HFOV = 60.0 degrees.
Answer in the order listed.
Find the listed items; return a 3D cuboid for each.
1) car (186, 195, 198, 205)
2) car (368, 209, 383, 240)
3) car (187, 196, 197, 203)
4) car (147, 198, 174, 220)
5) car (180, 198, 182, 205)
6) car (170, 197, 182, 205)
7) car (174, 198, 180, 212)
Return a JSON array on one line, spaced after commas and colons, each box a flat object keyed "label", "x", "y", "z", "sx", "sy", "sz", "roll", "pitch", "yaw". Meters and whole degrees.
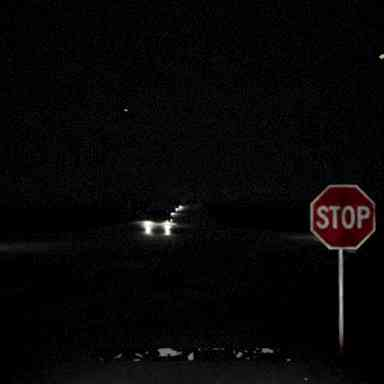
[{"label": "car", "x": 0.037, "y": 1.389, "z": 60.827, "sx": 2.097, "sy": 1.767, "sz": 4.553, "roll": 0, "pitch": 0, "yaw": 0}, {"label": "car", "x": 9.966, "y": 1.539, "z": 16.346, "sx": 5.357, "sy": 1.411, "sz": 2.033, "roll": 0, "pitch": -1, "yaw": -2}, {"label": "car", "x": 0.005, "y": 1.591, "z": 71.032, "sx": 1.994, "sy": 1.385, "sz": 4.181, "roll": 0, "pitch": 0, "yaw": 0}, {"label": "car", "x": -2.793, "y": 1.493, "z": 28.989, "sx": 1.882, "sy": 1.535, "sz": 5.008, "roll": 0, "pitch": 0, "yaw": -2}, {"label": "car", "x": -2.819, "y": 1.579, "z": 48.932, "sx": 2.033, "sy": 1.411, "sz": 5.357, "roll": 0, "pitch": 0, "yaw": 0}, {"label": "car", "x": -2.802, "y": 1.637, "z": 59.190, "sx": 1.895, "sy": 1.301, "sz": 4.718, "roll": 0, "pitch": 0, "yaw": 0}, {"label": "car", "x": -2.832, "y": 1.571, "z": 38.799, "sx": 2.033, "sy": 1.411, "sz": 5.357, "roll": 0, "pitch": 0, "yaw": 0}]
